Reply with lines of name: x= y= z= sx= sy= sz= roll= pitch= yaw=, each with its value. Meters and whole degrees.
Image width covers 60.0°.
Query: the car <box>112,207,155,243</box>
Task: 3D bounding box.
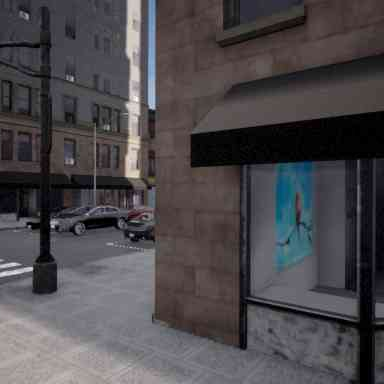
car: x=-1.266 y=1.573 z=15.691 sx=2.008 sy=1.369 sz=4.403 roll=0 pitch=0 yaw=35

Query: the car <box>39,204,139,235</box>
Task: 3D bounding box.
car: x=-5.680 y=1.497 z=18.953 sx=2.128 sy=1.511 sz=4.902 roll=0 pitch=0 yaw=35

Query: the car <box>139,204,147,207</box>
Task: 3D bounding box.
car: x=-4.520 y=1.583 z=24.970 sx=1.802 sy=1.307 sz=4.206 roll=0 pitch=0 yaw=35

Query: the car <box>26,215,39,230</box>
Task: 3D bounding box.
car: x=-7.809 y=1.563 z=20.337 sx=1.947 sy=1.339 sz=4.313 roll=0 pitch=0 yaw=35
